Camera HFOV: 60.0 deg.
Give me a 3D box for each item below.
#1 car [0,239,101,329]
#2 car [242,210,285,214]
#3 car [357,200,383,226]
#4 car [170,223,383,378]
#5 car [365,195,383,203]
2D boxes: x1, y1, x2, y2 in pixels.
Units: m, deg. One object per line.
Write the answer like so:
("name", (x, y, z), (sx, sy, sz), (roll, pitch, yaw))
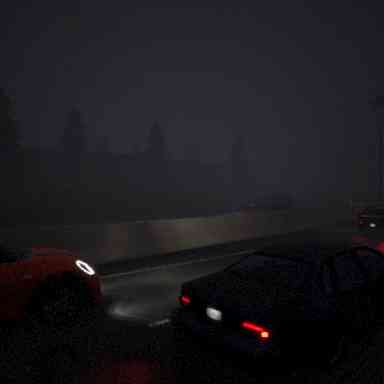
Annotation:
("car", (-3.884, 1.353, 5.452), (4.553, 1.767, 2.097), (0, 0, -36))
("car", (5.462, 1.538, 23.199), (1.895, 1.301, 4.718), (0, 0, 43))
("car", (10.659, 1.424, 18.321), (2.128, 1.511, 4.902), (0, 0, 43))
("car", (2.211, 1.530, 5.641), (5.357, 1.411, 2.033), (0, 0, -39))
("car", (34.680, 1.312, 63.114), (2.033, 1.411, 5.357), (0, 0, 40))
